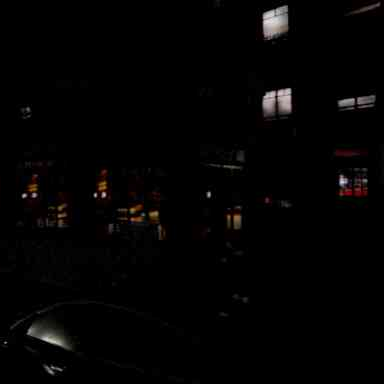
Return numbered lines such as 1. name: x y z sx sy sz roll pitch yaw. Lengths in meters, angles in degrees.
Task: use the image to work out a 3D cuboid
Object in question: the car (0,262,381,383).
1. car: -0.554 1.500 3.277 4.313 1.339 1.947 0 1 34
